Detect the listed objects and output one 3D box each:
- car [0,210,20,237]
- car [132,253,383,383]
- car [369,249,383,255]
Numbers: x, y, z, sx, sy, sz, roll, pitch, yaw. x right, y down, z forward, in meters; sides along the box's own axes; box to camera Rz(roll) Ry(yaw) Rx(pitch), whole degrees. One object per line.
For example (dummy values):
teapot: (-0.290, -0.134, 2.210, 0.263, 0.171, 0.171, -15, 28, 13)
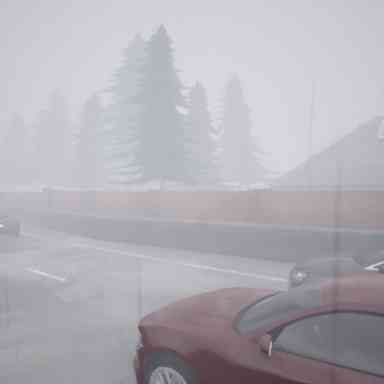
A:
car: (-10.853, 1.641, 17.783, 4.181, 1.385, 1.994, 0, 0, 43)
car: (1.651, 1.495, 2.896, 5.008, 1.535, 1.882, 0, 0, 36)
car: (4.083, 1.525, 5.453, 4.902, 1.511, 2.128, 0, 0, 35)
